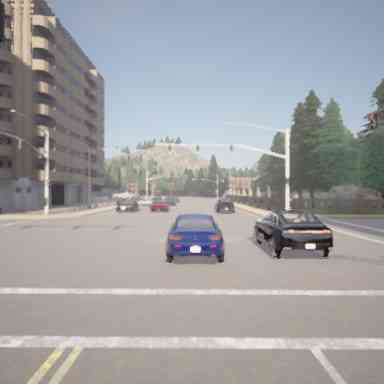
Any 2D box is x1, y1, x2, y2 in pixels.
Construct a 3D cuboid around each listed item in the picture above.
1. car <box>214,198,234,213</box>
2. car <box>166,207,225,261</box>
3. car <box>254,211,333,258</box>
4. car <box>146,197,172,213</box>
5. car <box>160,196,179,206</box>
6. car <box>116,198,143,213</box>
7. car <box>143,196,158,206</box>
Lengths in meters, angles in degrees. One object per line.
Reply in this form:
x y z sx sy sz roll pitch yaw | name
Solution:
3.602 1.488 37.247 1.837 1.490 4.892 0 0 0 | car
0.099 1.472 11.802 1.812 1.442 4.674 0 0 0 | car
3.599 1.442 12.526 2.128 1.511 4.902 0 0 0 | car
-3.591 1.583 37.476 1.895 1.301 4.718 0 0 0 | car
-3.561 1.483 52.648 1.837 1.490 4.892 0 0 0 | car
-7.091 1.474 36.796 2.128 1.511 4.902 0 0 0 | car
-7.058 1.577 52.950 1.895 1.301 4.718 0 0 0 | car
